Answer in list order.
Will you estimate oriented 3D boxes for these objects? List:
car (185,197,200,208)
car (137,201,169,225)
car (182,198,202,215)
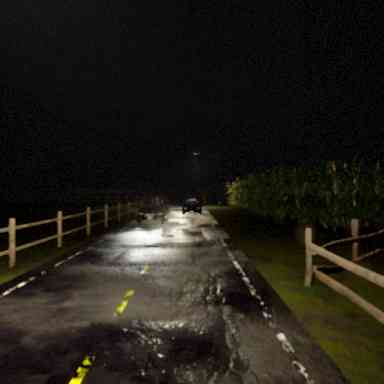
[{"bbox_3d":[0.047,1.492,46.282,1.994,1.385,4.181,0,0,1],"label":"car"},{"bbox_3d":[-2.742,1.409,24.019,2.128,1.511,4.902,0,0,0],"label":"car"},{"bbox_3d":[0.014,1.553,33.478,1.895,1.301,4.718,0,0,0],"label":"car"}]
